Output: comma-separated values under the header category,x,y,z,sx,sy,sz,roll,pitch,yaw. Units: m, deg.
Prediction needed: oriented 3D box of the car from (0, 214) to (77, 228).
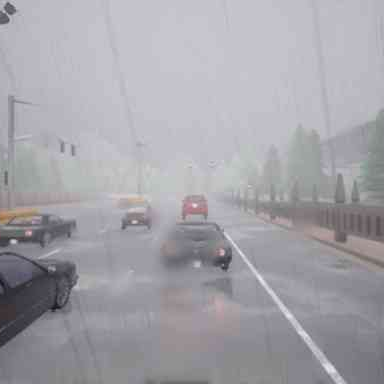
category,x,y,z,sx,sy,sz,roll,pitch,yaw
car,-6.832,1.622,14.987,1.895,1.301,4.718,0,0,0

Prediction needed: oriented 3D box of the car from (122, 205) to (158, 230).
category,x,y,z,sx,sy,sz,roll,pitch,yaw
car,-3.296,1.556,21.484,1.812,1.442,4.674,0,0,0

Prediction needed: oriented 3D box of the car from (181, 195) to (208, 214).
category,x,y,z,sx,sy,sz,roll,pitch,yaw
car,0.250,1.264,29.683,2.150,2.045,5.566,0,0,0

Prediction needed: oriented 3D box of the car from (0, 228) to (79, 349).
category,x,y,z,sx,sy,sz,roll,pitch,yaw
car,-3.383,1.554,4.771,2.033,1.411,5.357,0,0,0

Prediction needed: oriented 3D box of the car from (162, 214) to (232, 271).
category,x,y,z,sx,sy,sz,roll,pitch,yaw
car,0.145,1.616,10.958,1.895,1.301,4.718,0,0,0
